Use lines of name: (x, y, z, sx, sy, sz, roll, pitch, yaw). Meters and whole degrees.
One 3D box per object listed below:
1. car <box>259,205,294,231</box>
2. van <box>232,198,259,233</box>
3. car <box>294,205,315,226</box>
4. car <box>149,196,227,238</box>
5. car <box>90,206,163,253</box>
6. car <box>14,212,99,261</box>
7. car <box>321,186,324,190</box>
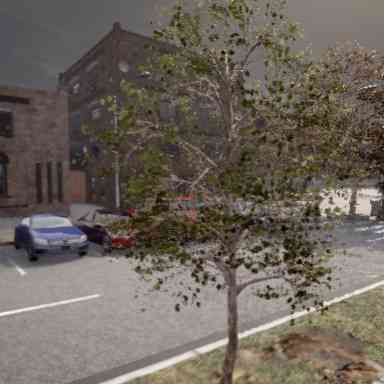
car: (3.138, 1.327, 19.189, 2.185, 1.767, 4.553, 0, 0, -38)
van: (1.053, 1.239, 17.378, 1.878, 1.987, 4.442, 0, 0, -38)
car: (5.335, 1.439, 20.852, 2.231, 1.521, 4.892, 0, 0, -38)
car: (-1.198, 1.226, 15.801, 2.435, 2.045, 5.566, 0, 0, -38)
car: (-3.321, 1.515, 14.089, 2.163, 1.488, 4.792, 0, 0, -37)
car: (-5.425, 1.531, 12.535, 2.002, 1.452, 4.674, 0, 0, -36)
car: (31.211, -1.099, 82.542, 2.097, 1.535, 5.008, 5, 5, 38)
